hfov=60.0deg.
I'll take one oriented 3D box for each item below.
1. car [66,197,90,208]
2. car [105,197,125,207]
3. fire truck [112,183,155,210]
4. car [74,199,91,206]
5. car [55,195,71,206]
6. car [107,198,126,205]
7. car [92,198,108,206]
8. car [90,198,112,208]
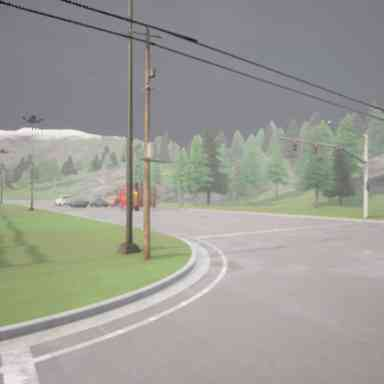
[{"bbox_3d":[-19.024,1.966,55.540,1.994,1.385,4.181,0,-1,-34],"label":"car"},{"bbox_3d":[-14.044,1.808,60.684,2.097,1.767,4.553,0,-1,-34],"label":"car"},{"bbox_3d":[-8.803,0.730,50.961,2.891,3.827,8.468,2,-1,-34],"label":"fire truck"},{"bbox_3d":[-21.738,2.036,65.867,1.895,1.301,4.718,0,-1,-34],"label":"car"},{"bbox_3d":[-24.644,1.683,63.920,2.150,2.045,5.566,0,-1,-34],"label":"car"},{"bbox_3d":[-15.908,2.007,69.742,2.033,1.411,5.357,0,-1,-34],"label":"car"},{"bbox_3d":[-18.814,1.997,67.792,1.994,1.385,4.181,0,-1,-34],"label":"car"},{"bbox_3d":[-15.890,1.970,57.152,2.033,1.411,5.357,0,-1,-34],"label":"car"}]
